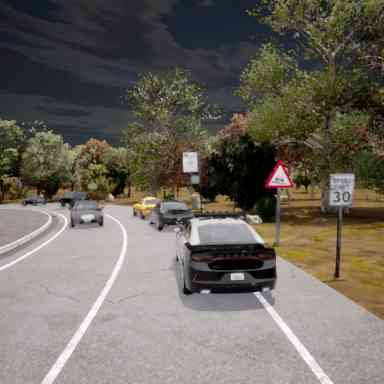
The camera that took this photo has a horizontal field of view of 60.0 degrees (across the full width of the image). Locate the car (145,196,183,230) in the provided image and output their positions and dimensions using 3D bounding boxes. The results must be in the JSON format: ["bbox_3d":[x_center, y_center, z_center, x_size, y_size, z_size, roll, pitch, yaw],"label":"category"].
[{"bbox_3d":[-1.264,1.215,18.863,1.837,1.490,4.892,-2,1,-15],"label":"car"}]

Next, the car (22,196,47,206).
[{"bbox_3d":[-25.162,1.393,53.042,4.902,1.511,2.128,-2,3,34],"label":"car"}]

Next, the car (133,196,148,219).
[{"bbox_3d":[-3.230,1.076,25.015,1.801,1.575,5.366,-2,1,-20],"label":"car"}]

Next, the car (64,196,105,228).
[{"bbox_3d":[-6.563,1.292,20.739,2.128,1.511,4.902,-2,1,-19],"label":"car"}]

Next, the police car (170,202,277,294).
[{"bbox_3d":[0.581,1.309,8.694,1.930,1.638,5.238,-1,1,-6],"label":"police car"}]

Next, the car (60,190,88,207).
[{"bbox_3d":[-15.433,0.862,43.655,2.150,2.045,5.566,-5,3,-41],"label":"car"}]
